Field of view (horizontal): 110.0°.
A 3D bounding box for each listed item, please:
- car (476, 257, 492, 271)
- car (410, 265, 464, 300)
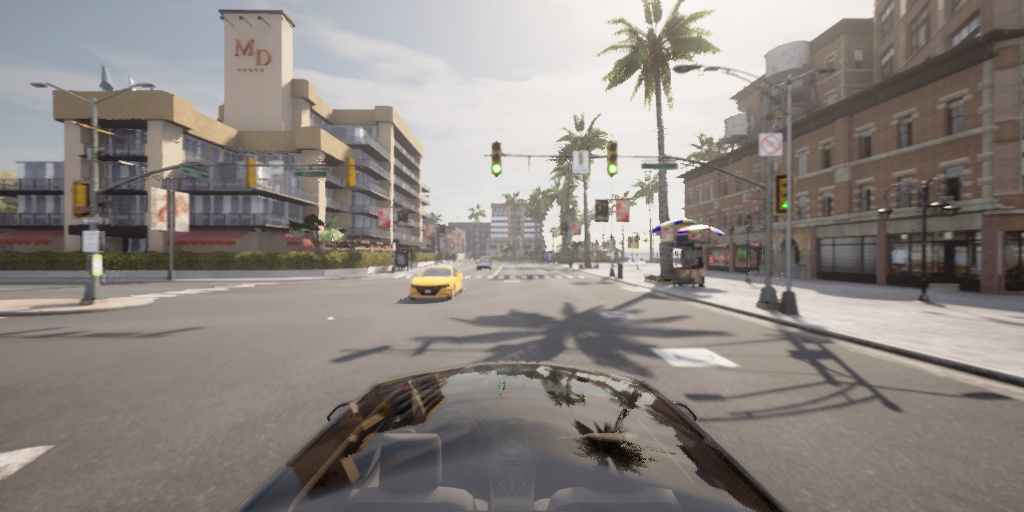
[{"bbox_3d":[-3.502,1.139,46.109,2.033,1.411,5.357,0,0,0],"label":"car"},{"bbox_3d":[-3.501,1.194,17.410,1.882,1.535,5.008,0,0,0],"label":"car"}]
